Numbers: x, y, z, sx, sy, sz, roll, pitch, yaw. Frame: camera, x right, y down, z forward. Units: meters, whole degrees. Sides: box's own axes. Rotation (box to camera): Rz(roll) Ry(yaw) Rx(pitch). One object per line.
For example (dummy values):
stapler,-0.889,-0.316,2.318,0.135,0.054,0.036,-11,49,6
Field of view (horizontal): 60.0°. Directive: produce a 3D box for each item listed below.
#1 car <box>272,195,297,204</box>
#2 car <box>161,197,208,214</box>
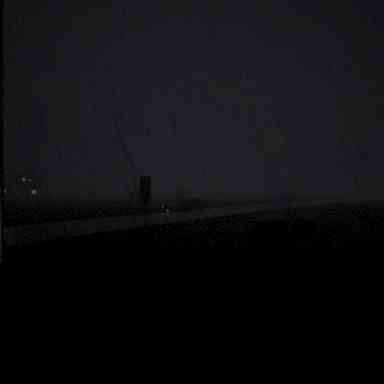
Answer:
car,13.566,1.070,48.848,1.895,1.301,4.718,1,1,41
car,-0.542,1.221,31.205,2.033,1.411,5.357,1,1,37
